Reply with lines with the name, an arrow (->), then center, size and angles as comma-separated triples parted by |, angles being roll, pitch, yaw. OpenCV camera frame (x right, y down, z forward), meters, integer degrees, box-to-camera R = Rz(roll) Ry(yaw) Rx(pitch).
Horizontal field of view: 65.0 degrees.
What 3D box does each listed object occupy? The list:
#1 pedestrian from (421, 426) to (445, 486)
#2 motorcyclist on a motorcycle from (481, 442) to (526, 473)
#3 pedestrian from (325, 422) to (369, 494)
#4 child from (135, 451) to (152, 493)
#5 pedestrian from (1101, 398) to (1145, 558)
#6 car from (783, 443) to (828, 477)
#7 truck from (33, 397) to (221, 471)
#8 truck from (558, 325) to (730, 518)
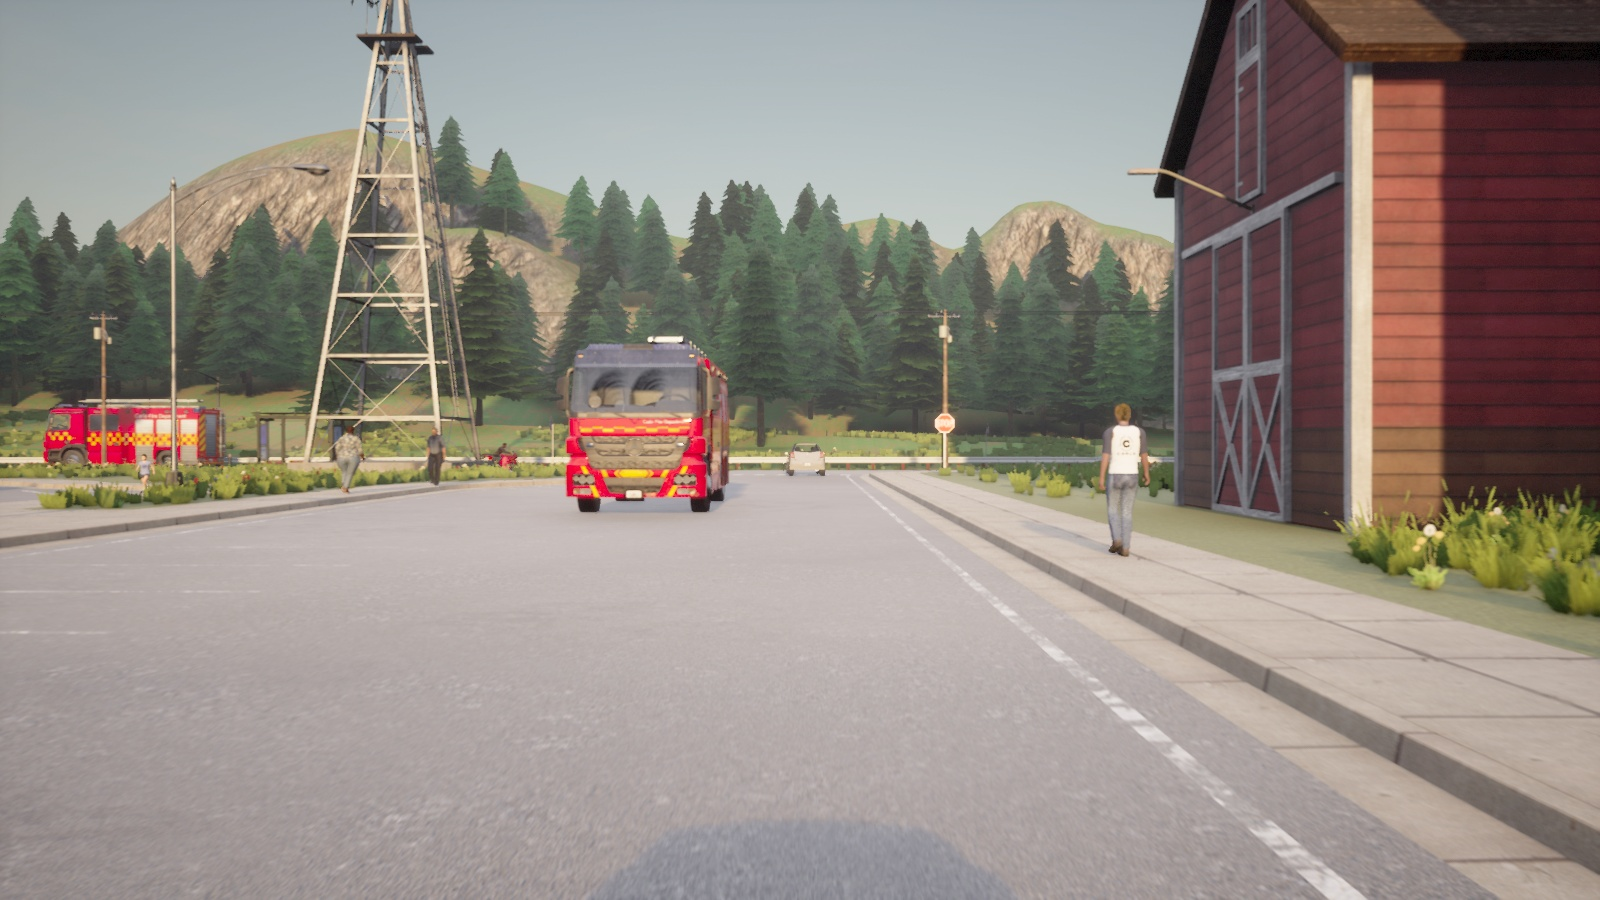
pedestrian -> -11.327, 0.174, 38.806 | 0.540, 1.848, 0.694 | 0, 0, 1
motorcyclist on a motorcycle -> -14.838, 0.363, 62.803 | 2.044, 1.523, 0.797 | 0, 0, 1
pedestrian -> -11.940, 0.206, 33.112 | 0.874, 1.855, 0.900 | 0, 0, -3
child -> -17.395, 0.577, 33.270 | 0.255, 1.110, 0.394 | 0, 0, -2
pedestrian -> 3.806, 0.321, 14.832 | 0.354, 1.836, 0.706 | 0, 0, 2
car -> 0.216, 0.435, 57.760 | 1.845, 1.501, 3.633 | 0, 0, -3
truck -> -35.694, -0.822, 66.784 | 8.468, 3.827, 2.891 | 0, 0, 1
truck -> -3.318, -0.585, 29.099 | 2.891, 3.827, 8.468 | 0, 0, 0
